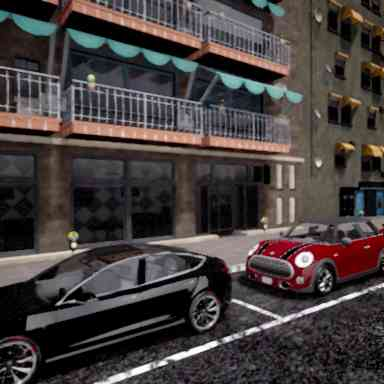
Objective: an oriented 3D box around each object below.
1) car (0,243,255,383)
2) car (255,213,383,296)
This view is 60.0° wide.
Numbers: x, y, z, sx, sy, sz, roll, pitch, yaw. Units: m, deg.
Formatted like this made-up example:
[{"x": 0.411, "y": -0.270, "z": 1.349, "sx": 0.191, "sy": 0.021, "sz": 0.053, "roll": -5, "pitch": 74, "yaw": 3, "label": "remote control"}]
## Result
[{"x": -1.295, "y": 1.554, "z": 5.175, "sx": 4.313, "sy": 1.339, "sz": 1.947, "roll": 0, "pitch": 0, "yaw": -35, "label": "car"}, {"x": 3.261, "y": 1.392, "z": 8.419, "sx": 4.097, "sy": 1.590, "sz": 1.967, "roll": 0, "pitch": 0, "yaw": -35, "label": "car"}]
